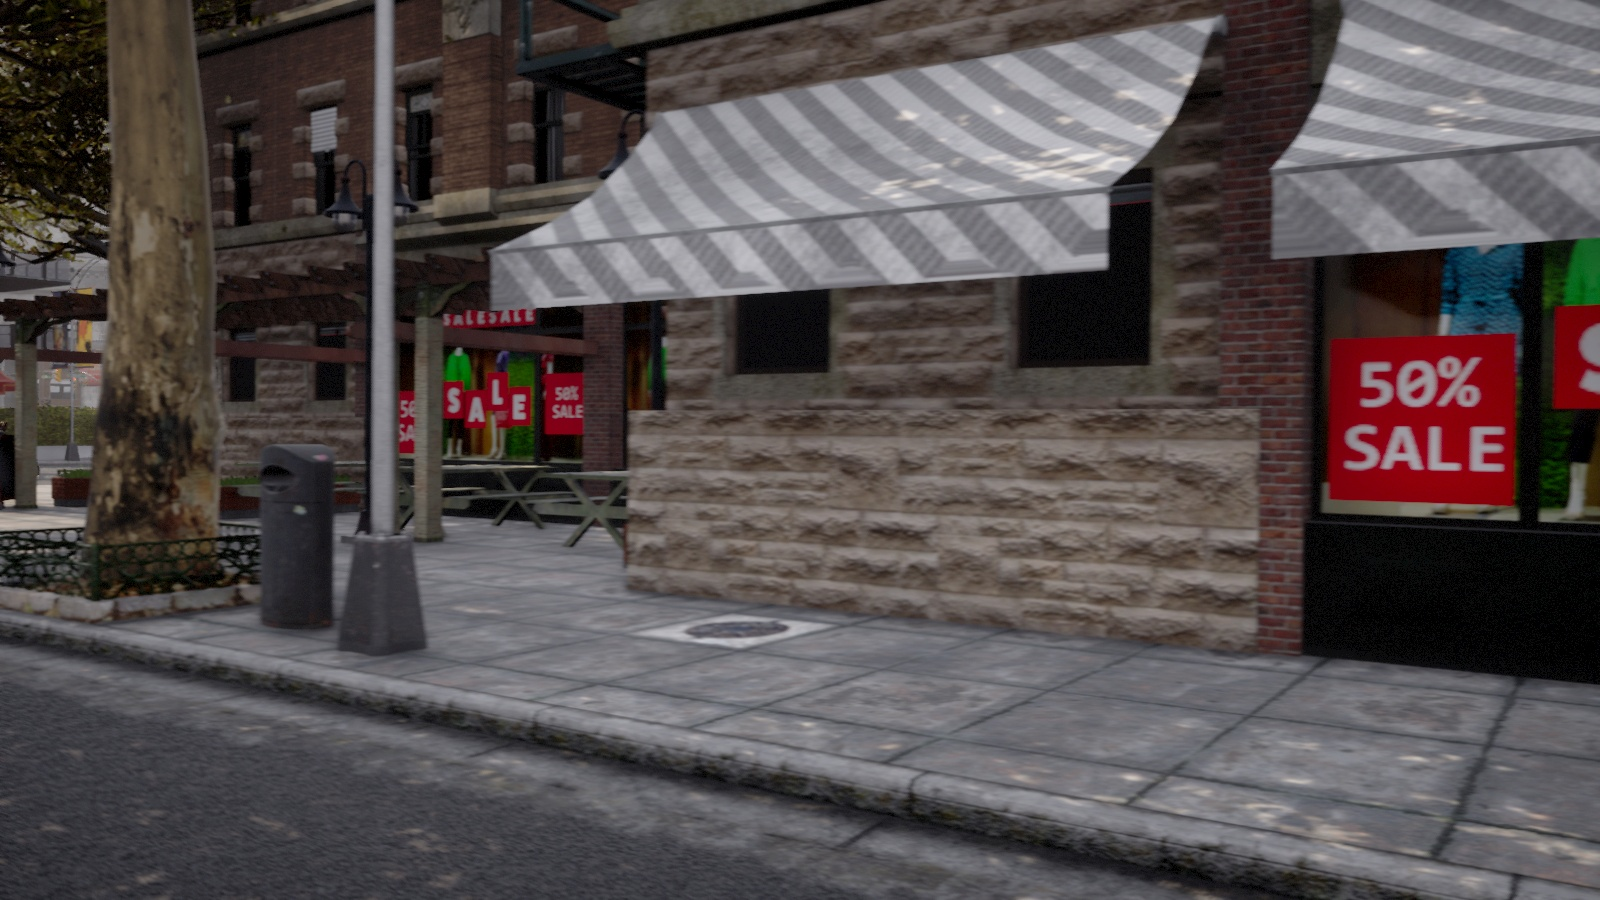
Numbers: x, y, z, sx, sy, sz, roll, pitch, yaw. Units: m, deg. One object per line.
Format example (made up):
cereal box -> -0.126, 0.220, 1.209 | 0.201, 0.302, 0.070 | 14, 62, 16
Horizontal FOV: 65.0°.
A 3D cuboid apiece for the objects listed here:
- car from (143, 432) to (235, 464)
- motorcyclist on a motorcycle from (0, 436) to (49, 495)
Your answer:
car -> -32.577, -0.108, 66.883 | 5.027, 1.651, 2.152 | 0, 1, 34
motorcyclist on a motorcycle -> -21.904, 0.410, 34.655 | 0.866, 1.590, 1.817 | 0, 1, 33
